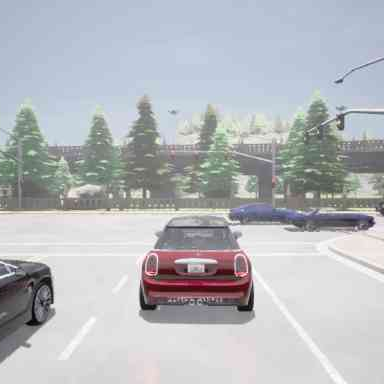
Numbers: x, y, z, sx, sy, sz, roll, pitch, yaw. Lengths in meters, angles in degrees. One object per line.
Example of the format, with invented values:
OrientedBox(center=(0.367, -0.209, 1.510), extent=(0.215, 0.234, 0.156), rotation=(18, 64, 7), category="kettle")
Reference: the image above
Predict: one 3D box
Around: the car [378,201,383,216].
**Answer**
OrientedBox(center=(19.478, 1.166, 29.618), extent=(5.566, 2.045, 2.150), rotation=(0, 0, 1), category="car")

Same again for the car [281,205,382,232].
OrientedBox(center=(7.857, 1.544, 19.112), extent=(4.718, 1.301, 1.895), rotation=(0, 0, 1), category="car")

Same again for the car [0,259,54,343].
OrientedBox(center=(-3.432, 1.492, 4.172), extent=(2.128, 1.511, 4.902), rotation=(0, 0, 0), category="car")

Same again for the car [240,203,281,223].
OrientedBox(center=(4.804, 1.471, 22.657), extent=(4.674, 1.442, 1.812), rotation=(0, 0, 1), category="car")

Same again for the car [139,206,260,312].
OrientedBox(center=(0.149, 1.352, 7.922), extent=(2.097, 1.767, 4.553), rotation=(0, 0, 2), category="car")
